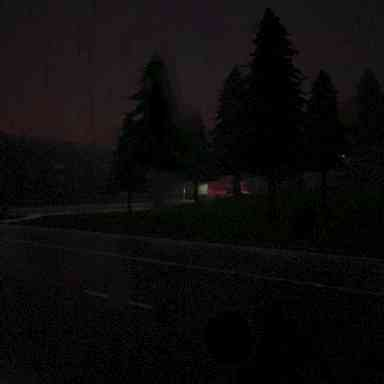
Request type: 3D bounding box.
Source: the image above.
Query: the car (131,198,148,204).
[{"bbox_3d":[-12.607,2.153,80.223,1.812,1.442,4.674,-1,0,35],"label":"car"}]
